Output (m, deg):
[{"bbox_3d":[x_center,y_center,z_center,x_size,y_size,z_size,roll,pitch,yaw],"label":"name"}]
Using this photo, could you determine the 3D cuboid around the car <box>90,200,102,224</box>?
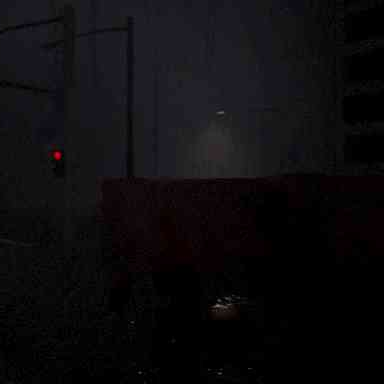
[{"bbox_3d":[-4.868,1.313,23.639,2.097,1.767,4.553,0,0,36],"label":"car"}]

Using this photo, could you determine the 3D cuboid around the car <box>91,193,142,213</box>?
[{"bbox_3d":[-8.297,1.158,37.121,2.150,2.045,5.566,0,0,36],"label":"car"}]
